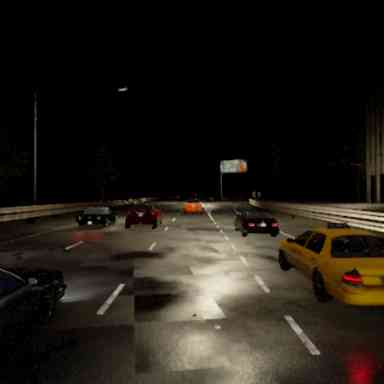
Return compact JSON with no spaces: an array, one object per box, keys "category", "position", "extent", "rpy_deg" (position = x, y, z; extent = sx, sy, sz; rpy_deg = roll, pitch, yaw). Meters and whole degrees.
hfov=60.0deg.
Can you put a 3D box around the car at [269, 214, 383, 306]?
[{"category":"car","position":[3.513,1.523,8.290],"extent":[1.801,1.575,5.366],"rpy_deg":[0,0,0]}]

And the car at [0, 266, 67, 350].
[{"category":"car","position":[-3.393,1.580,4.116],"extent":[2.033,1.411,5.357],"rpy_deg":[0,0,0]}]

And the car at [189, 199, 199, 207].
[{"category":"car","position":[0.432,2.010,61.394],"extent":[1.812,1.442,4.674],"rpy_deg":[0,0,0]}]

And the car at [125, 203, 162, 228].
[{"category":"car","position":[-3.322,1.539,23.707],"extent":[2.097,1.767,4.553],"rpy_deg":[0,0,0]}]

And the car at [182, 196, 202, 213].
[{"category":"car","position":[0.191,1.677,41.128],"extent":[2.097,1.767,4.553],"rpy_deg":[0,0,0]}]

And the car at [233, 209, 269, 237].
[{"category":"car","position":[3.551,1.699,19.070],"extent":[2.033,1.411,5.357],"rpy_deg":[0,0,0]}]

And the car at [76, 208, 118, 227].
[{"category":"car","position":[-6.819,1.794,24.459],"extent":[1.895,1.301,4.718],"rpy_deg":[0,0,0]}]
